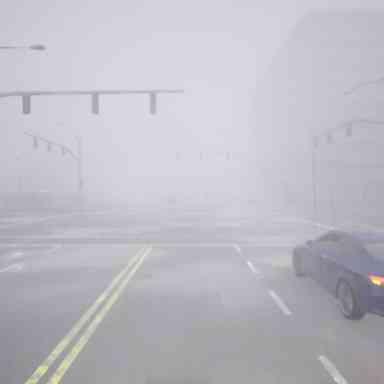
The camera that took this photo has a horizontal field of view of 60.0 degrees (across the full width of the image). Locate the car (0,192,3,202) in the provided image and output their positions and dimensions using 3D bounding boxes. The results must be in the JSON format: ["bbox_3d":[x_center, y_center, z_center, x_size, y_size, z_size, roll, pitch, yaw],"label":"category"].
[{"bbox_3d":[-32.533,1.091,52.774,1.970,1.475,3.806,0,0,0],"label":"car"}]

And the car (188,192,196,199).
[{"bbox_3d":[-0.002,0.895,83.871,2.128,1.511,4.902,0,0,0],"label":"car"}]

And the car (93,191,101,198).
[{"bbox_3d":[-23.944,0.662,85.311,1.905,1.878,3.866,0,0,0],"label":"car"}]

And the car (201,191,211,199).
[{"bbox_3d":[3.498,0.725,83.840,2.097,1.767,4.553,0,0,0],"label":"car"}]

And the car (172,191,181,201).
[{"bbox_3d":[-3.501,0.821,69.529,2.150,2.045,5.566,0,0,0],"label":"car"}]

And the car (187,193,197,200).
[{"bbox_3d":[-0.001,1.087,74.896,1.812,1.442,4.674,0,0,0],"label":"car"}]

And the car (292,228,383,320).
[{"bbox_3d":[3.571,1.484,7.075,1.812,1.442,4.674,0,0,0],"label":"car"}]

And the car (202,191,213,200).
[{"bbox_3d":[3.499,0.792,74.324,2.150,2.045,5.566,0,0,0],"label":"car"}]

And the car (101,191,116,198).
[{"bbox_3d":[-21.050,0.660,85.246,1.932,1.855,4.605,0,0,0],"label":"car"}]

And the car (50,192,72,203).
[{"bbox_3d":[-26.711,1.003,67.855,1.970,1.475,3.806,0,0,0],"label":"car"}]

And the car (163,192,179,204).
[{"bbox_3d":[-3.562,1.165,53.746,1.882,1.535,5.008,0,0,0],"label":"car"}]
